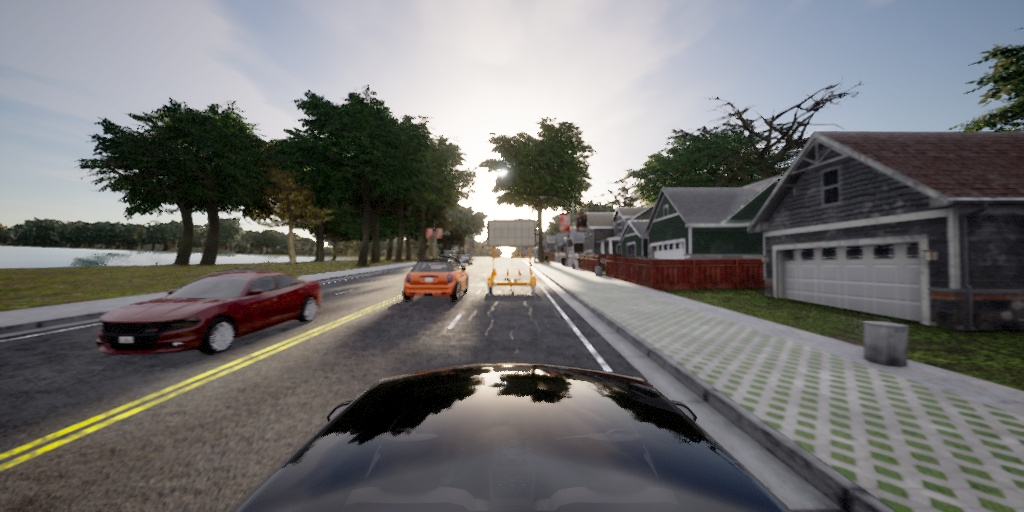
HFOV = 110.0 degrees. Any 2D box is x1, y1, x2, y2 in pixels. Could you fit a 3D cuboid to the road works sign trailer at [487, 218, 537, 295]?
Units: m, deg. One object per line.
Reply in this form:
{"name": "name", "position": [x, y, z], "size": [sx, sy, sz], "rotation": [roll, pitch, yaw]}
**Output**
{"name": "road works sign trailer", "position": [0.000, -0.038, 17.587], "size": [2.380, 3.560, 2.880], "rotation": [0, 0, 1]}

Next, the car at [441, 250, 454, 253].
{"name": "car", "position": [-9.802, 0.112, 54.433], "size": [2.150, 2.045, 5.566], "rotation": [0, 1, 0]}

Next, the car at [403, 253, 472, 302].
{"name": "car", "position": [-3.144, 0.880, 15.710], "size": [2.097, 1.767, 4.553], "rotation": [0, 1, 0]}

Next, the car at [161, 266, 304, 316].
{"name": "car", "position": [-9.845, 1.134, 13.169], "size": [1.994, 1.385, 4.181], "rotation": [0, 1, 0]}

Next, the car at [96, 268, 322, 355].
{"name": "car", "position": [-6.597, 1.120, 8.624], "size": [1.882, 1.535, 5.008], "rotation": [0, 1, 0]}

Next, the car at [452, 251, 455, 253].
{"name": "car", "position": [-6.567, 0.461, 49.402], "size": [2.128, 1.511, 4.902], "rotation": [0, 1, 0]}
